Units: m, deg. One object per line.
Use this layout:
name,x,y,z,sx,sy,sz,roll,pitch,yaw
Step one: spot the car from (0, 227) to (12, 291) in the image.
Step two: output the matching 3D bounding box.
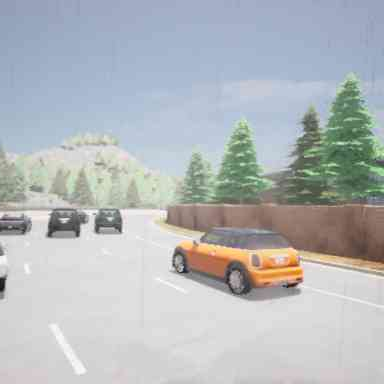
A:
car,-6.273,1.893,9.379,1.895,1.301,4.718,3,-3,-30

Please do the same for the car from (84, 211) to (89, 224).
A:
car,-13.789,3.041,40.683,1.882,1.535,5.008,2,-2,-11

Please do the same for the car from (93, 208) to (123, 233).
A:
car,-7.349,2.407,29.007,2.150,2.045,5.566,2,-3,-18

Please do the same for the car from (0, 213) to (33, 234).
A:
car,-13.541,2.354,25.618,2.128,1.511,4.902,2,-3,-20

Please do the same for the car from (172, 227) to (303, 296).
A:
car,1.192,1.899,10.594,2.097,1.767,4.553,3,-3,-32

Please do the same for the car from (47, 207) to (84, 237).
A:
car,-9.518,2.156,24.819,2.150,2.045,5.566,3,-2,-21
